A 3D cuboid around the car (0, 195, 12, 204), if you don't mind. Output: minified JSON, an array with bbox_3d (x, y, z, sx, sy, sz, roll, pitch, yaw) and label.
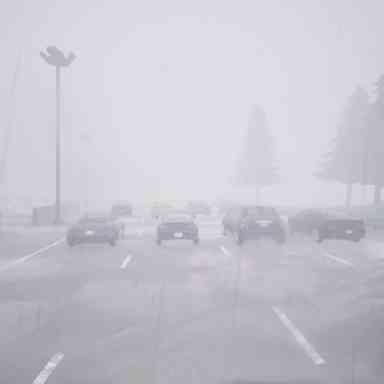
[{"bbox_3d":[-34.576,1.289,61.528,2.097,1.767,4.553,0,0,-24],"label":"car"}]

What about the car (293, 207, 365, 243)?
[{"bbox_3d":[6.229,1.482,16.100,1.882,1.535,5.008,0,0,-5],"label":"car"}]

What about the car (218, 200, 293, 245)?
[{"bbox_3d":[2.748,1.363,15.743,2.097,1.767,4.553,0,0,-5],"label":"car"}]

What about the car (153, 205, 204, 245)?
[{"bbox_3d":[-0.740,1.530,15.446,1.812,1.442,4.674,0,0,-5],"label":"car"}]

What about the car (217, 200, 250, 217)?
[{"bbox_3d":[3.924,1.531,32.407,1.812,1.442,4.674,0,0,-11],"label":"car"}]

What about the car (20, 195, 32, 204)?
[{"bbox_3d":[-31.421,1.408,63.041,1.882,1.535,5.008,0,0,-24],"label":"car"}]

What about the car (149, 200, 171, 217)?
[{"bbox_3d":[-2.953,1.482,31.104,1.882,1.535,5.008,0,0,-11],"label":"car"}]

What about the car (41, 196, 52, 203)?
[{"bbox_3d":[-28.278,1.465,64.581,2.033,1.411,5.357,0,0,-24],"label":"car"}]

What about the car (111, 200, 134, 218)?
[{"bbox_3d":[-6.392,1.482,30.452,1.882,1.535,5.008,0,0,-11],"label":"car"}]

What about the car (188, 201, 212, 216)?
[{"bbox_3d":[0.486,1.561,31.755,2.033,1.411,5.357,0,0,-11],"label":"car"}]

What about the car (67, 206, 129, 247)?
[{"bbox_3d":[-4.225,1.569,15.119,1.994,1.385,4.181,0,0,-5],"label":"car"}]
